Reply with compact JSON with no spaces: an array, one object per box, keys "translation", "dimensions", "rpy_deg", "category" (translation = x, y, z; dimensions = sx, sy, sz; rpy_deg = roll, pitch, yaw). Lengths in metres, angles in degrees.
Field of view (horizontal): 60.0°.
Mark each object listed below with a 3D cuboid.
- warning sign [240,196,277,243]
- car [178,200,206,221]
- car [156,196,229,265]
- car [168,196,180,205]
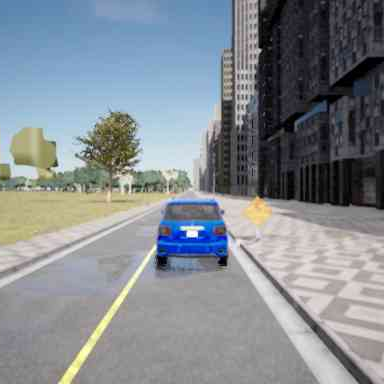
[{"translation":[2.712,1.110,13.727],"dimensions":[1.300,1.860,1.060],"rpy_deg":[0,0,0],"category":"warning sign"},{"translation":[0.043,1.467,27.919],"dimensions":[2.128,1.511,4.902],"rpy_deg":[0,0,1],"category":"car"},{"translation":[0.031,1.219,11.751],"dimensions":[2.150,2.045,5.566],"rpy_deg":[0,0,1],"category":"car"},{"translation":[-3.064,1.442,57.349],"dimensions":[1.812,1.442,4.674],"rpy_deg":[0,0,0],"category":"car"}]
